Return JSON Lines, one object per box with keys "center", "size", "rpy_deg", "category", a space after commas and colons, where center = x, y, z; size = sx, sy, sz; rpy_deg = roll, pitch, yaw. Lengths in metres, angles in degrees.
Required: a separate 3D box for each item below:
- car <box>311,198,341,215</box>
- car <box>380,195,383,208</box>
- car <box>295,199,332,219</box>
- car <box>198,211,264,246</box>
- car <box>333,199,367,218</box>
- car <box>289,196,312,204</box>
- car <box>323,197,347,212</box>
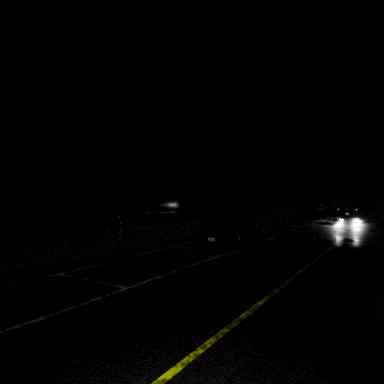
{"center": [13.749, 1.566, 34.114], "size": [1.947, 1.339, 4.313], "rpy_deg": [0, 0, 32], "category": "car"}
{"center": [27.316, 1.546, 45.419], "size": [2.033, 1.411, 5.357], "rpy_deg": [0, 0, 26], "category": "car"}
{"center": [10.799, 1.582, 29.443], "size": [1.802, 1.307, 4.206], "rpy_deg": [0, 0, 32], "category": "car"}
{"center": [1.949, 1.566, 15.428], "size": [1.947, 1.339, 4.313], "rpy_deg": [0, 0, 32], "category": "car"}
{"center": [14.664, 1.601, 30.717], "size": [1.895, 1.301, 4.718], "rpy_deg": [0, 0, 33], "category": "car"}
{"center": [20.978, 1.510, 63.491], "size": [4.902, 1.511, 2.128], "rpy_deg": [0, 0, 36], "category": "car"}
{"center": [16.699, 1.441, 38.786], "size": [1.967, 1.590, 4.097], "rpy_deg": [0, 0, 32], "category": "car"}
